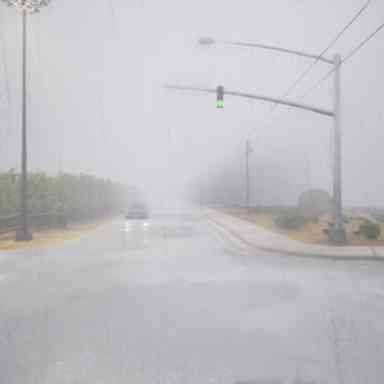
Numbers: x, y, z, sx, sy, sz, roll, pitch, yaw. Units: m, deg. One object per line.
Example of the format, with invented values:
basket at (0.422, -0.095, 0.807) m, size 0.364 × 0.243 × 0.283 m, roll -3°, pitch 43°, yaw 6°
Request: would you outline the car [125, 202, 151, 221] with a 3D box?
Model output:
car at (-4.670, 1.710, 28.990) m, size 1.837 × 1.490 × 4.892 m, roll 0°, pitch 1°, yaw -4°
